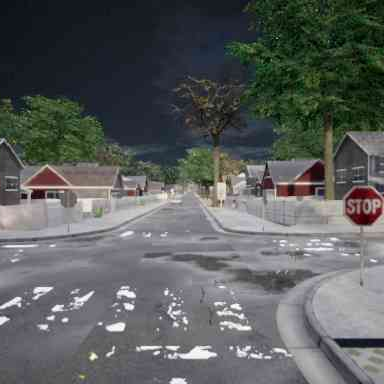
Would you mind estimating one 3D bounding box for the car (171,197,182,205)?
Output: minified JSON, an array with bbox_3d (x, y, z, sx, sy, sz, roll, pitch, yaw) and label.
[{"bbox_3d":[-2.818,1.632,60.434,1.895,1.301,4.718,0,0,0],"label":"car"}]
